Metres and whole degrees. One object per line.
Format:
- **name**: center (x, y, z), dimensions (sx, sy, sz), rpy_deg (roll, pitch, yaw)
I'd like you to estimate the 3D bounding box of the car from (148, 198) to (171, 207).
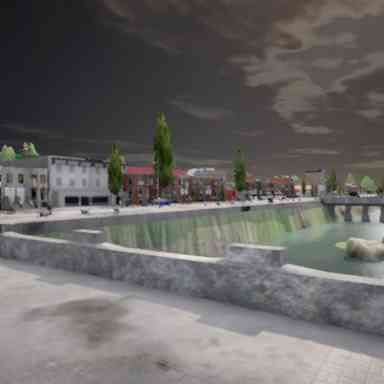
- **car**: center (-5.925, 1.916, 61.048), dimensions (1.882, 1.535, 5.008), rpy_deg (-1, -1, 36)
